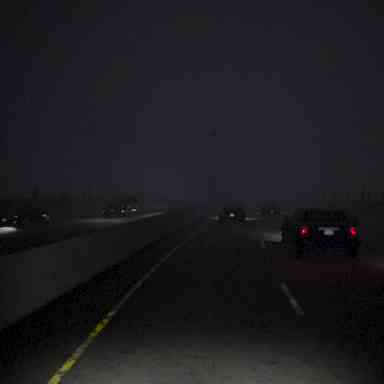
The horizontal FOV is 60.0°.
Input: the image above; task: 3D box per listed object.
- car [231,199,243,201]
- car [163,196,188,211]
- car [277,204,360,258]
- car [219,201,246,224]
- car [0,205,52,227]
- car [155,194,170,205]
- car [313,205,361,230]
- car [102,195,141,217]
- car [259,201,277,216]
[{"bbox_3d":[5.728,1.642,42.536,2.163,1.488,4.792,0,0,9],"label":"car"},{"bbox_3d":[-1.705,1.608,41.522,2.128,1.511,4.902,0,0,9],"label":"car"},{"bbox_3d":[4.851,1.383,13.199,2.097,1.767,4.553,0,0,8],"label":"car"},{"bbox_3d":[3.169,1.629,25.834,1.994,1.385,4.181,0,0,9],"label":"car"},{"bbox_3d":[-11.628,1.590,23.114,1.994,1.385,4.181,0,0,9],"label":"car"},{"bbox_3d":[-5.361,1.453,63.308,2.150,2.045,5.566,0,0,9],"label":"car"},{"bbox_3d":[9.783,1.632,22.771,1.994,1.385,4.181,0,0,9],"label":"car"},{"bbox_3d":[-6.681,1.289,32.236,2.150,2.045,5.566,0,0,9],"label":"car"},{"bbox_3d":[7.906,1.630,33.672,1.812,1.442,4.674,0,0,9],"label":"car"}]
